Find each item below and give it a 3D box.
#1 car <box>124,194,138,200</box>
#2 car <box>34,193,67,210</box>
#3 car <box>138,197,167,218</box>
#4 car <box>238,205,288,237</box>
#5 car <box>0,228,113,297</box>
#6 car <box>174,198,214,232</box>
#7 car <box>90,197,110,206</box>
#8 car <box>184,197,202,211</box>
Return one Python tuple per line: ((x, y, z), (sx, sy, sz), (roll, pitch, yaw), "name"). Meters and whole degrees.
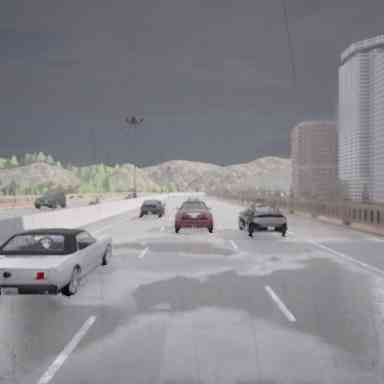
((-10.546, 1.163, 58.529), (2.097, 1.767, 4.553), (0, 0, -1), "car")
((-17.541, 1.088, 41.620), (2.150, 2.045, 5.566), (0, 0, 0), "car")
((-3.390, 1.409, 29.113), (1.837, 1.490, 4.892), (0, 0, 0), "car")
((3.605, 1.432, 17.554), (2.128, 1.511, 4.902), (0, 0, 0), "car")
((-3.404, 1.570, 8.444), (1.895, 1.301, 4.718), (0, 0, 0), "car")
((0.106, 1.286, 19.562), (2.097, 1.767, 4.553), (0, 0, 0), "car")
((-14.003, 1.438, 50.449), (1.895, 1.301, 4.718), (0, 0, 0), "car")
((0.113, 1.416, 40.655), (2.033, 1.411, 5.357), (0, 0, 0), "car")
